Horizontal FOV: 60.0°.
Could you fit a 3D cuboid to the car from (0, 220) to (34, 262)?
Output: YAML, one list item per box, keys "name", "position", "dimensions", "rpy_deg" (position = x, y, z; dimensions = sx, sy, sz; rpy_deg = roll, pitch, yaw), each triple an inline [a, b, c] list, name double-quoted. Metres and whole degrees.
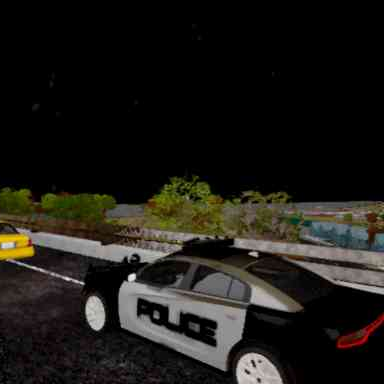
- name: "car"
  position: [-7.524, 1.599, 11.765]
  dimensions: [5.366, 1.575, 1.801]
  rpy_deg: [0, -1, 41]

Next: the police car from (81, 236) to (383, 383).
- name: "police car"
  position: [0.136, 1.538, 5.214]
  dimensions: [5.238, 1.638, 1.930]
  rpy_deg: [0, -1, 41]
